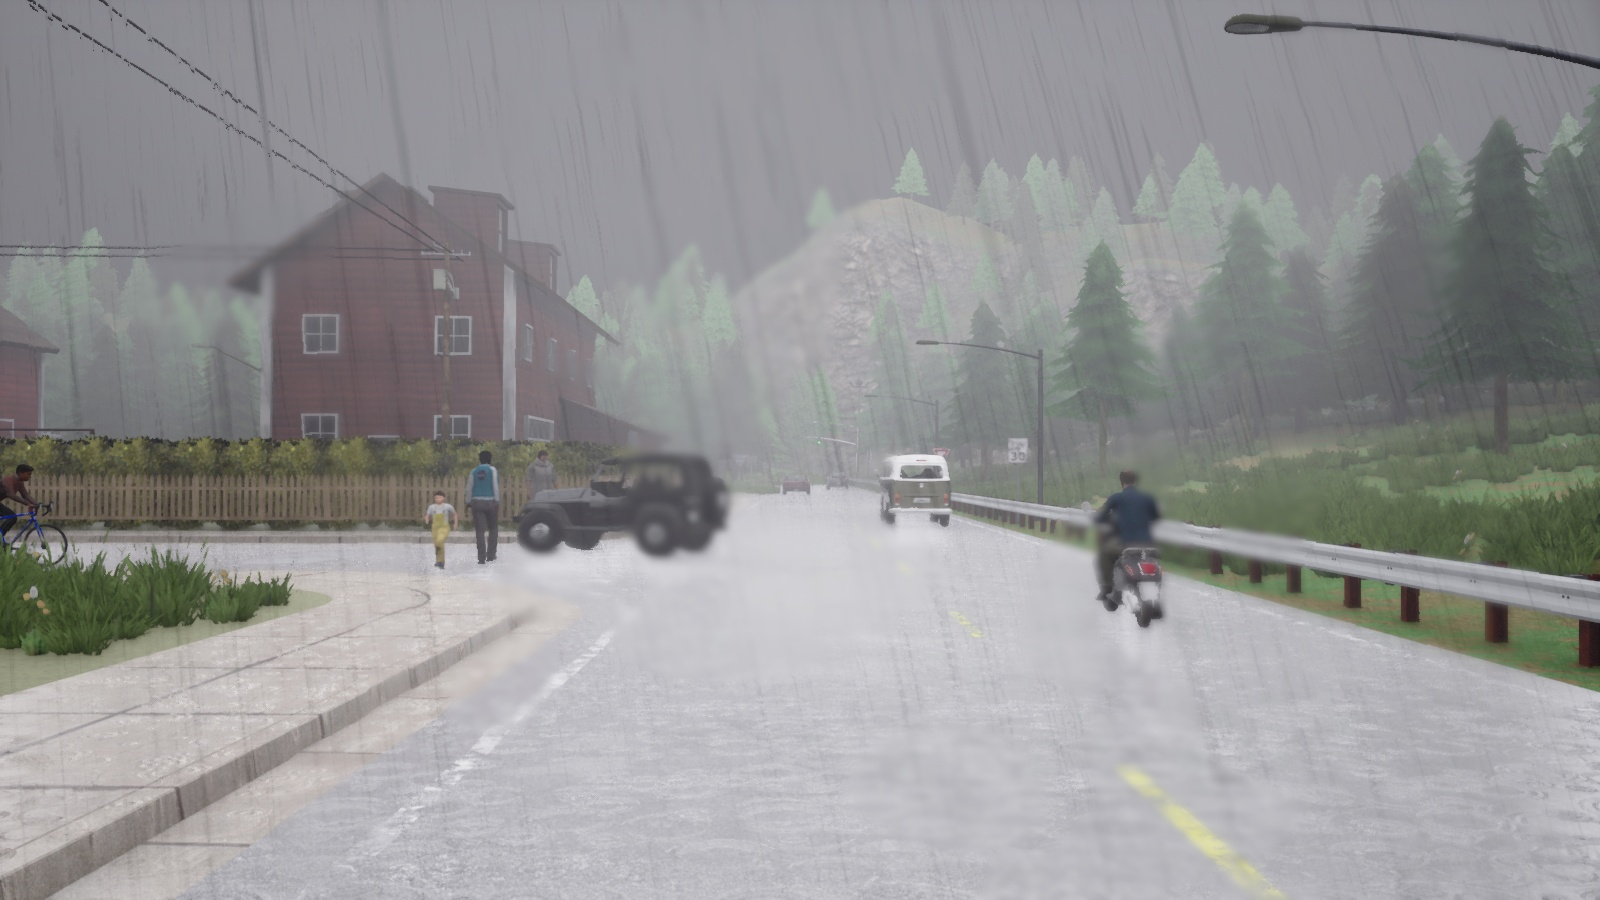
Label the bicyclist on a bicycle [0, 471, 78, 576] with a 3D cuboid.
[{"bbox_3d":[-12.418,1.149,19.840,1.656,1.620,0.582,0,-1,-7],"label":"bicyclist on a bicycle"}]

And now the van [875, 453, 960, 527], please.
[{"bbox_3d":[3.408,1.149,37.278,2.069,2.038,4.480,0,-1,0],"label":"van"}]

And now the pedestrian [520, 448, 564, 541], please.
[{"bbox_3d":[-5.524,0.941,26.831,0.659,1.952,0.873,0,-1,-32],"label":"pedestrian"}]

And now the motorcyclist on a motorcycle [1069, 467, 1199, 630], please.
[{"bbox_3d":[3.466,0.975,13.197,0.866,1.590,1.817,0,-1,0],"label":"motorcyclist on a motorcycle"}]

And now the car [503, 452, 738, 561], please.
[{"bbox_3d":[-3.293,1.013,23.275,3.866,1.878,1.905,-1,-1,17],"label":"car"}]

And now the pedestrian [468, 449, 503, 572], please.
[{"bbox_3d":[-5.023,0.956,20.083,0.396,1.930,0.692,0,-1,-1],"label":"pedestrian"}]

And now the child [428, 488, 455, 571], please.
[{"bbox_3d":[-5.547,1.228,19.437,0.270,1.263,0.437,0,-1,5],"label":"child"}]

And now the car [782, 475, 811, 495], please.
[{"bbox_3d":[-0.210,2.332,84.524,1.895,1.301,4.718,0,-1,0],"label":"car"}]
